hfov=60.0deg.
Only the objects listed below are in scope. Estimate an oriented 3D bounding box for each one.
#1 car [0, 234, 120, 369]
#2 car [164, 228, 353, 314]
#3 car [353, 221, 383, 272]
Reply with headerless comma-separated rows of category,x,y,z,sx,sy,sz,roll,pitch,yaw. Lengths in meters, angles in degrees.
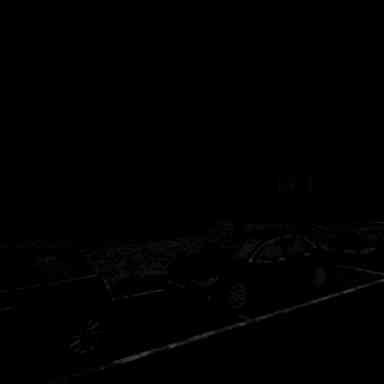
car,-3.143,1.439,4.297,4.097,1.590,1.967,0,-1,-35
car,1.456,1.578,7.577,4.403,1.369,2.008,0,-1,-35
car,6.054,1.637,10.857,4.206,1.307,1.802,0,-1,-35
